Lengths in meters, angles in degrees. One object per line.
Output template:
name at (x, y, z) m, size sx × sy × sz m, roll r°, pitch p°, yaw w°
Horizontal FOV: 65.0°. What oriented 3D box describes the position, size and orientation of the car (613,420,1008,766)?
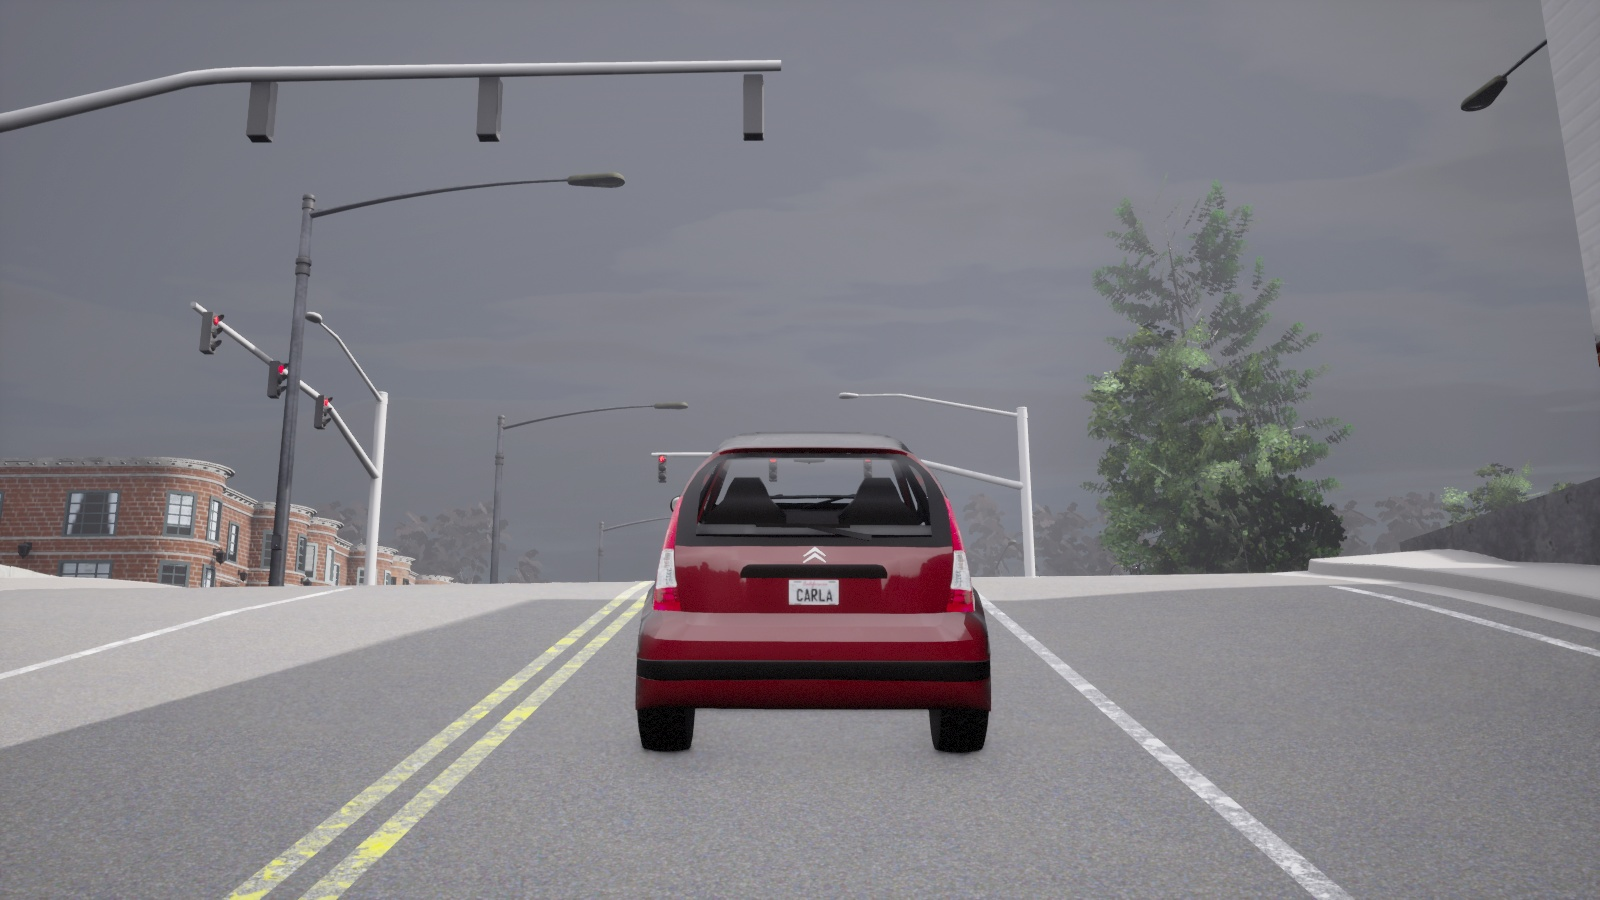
car at (0.053, 0.677, 7.900) m, size 1.851 × 1.617 × 3.988 m, roll 0°, pitch 0°, yaw 0°
